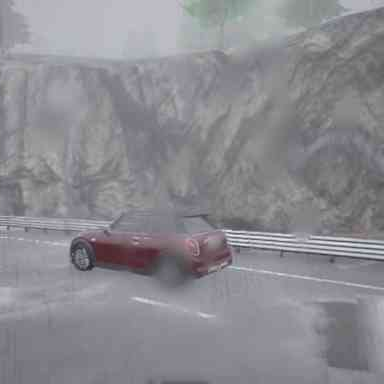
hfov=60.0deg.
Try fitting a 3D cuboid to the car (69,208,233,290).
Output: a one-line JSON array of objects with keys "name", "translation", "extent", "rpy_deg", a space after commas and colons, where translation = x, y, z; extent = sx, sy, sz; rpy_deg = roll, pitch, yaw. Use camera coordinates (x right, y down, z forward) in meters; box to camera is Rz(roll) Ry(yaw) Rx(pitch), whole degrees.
[{"name": "car", "translation": [-1.268, 1.271, 9.093], "extent": [4.553, 1.767, 2.097], "rpy_deg": [0, 1, 34]}]
